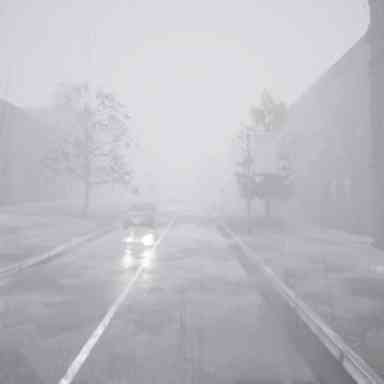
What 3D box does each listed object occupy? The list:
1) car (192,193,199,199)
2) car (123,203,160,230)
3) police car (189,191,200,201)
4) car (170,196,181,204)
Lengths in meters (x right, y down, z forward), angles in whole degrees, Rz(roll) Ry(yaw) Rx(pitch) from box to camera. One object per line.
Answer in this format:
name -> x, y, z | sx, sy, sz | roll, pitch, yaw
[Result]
car -> 0.967, 1.172, 91.589 | 1.837, 1.490, 4.892 | 0, 1, 0
car -> -3.099, 1.472, 21.139 | 2.128, 1.511, 4.902 | 0, 0, 0
police car -> 0.957, 1.223, 81.689 | 1.930, 1.638, 5.238 | 0, 1, 0
car -> -3.076, 1.460, 61.737 | 1.812, 1.442, 4.674 | 0, 0, 0
